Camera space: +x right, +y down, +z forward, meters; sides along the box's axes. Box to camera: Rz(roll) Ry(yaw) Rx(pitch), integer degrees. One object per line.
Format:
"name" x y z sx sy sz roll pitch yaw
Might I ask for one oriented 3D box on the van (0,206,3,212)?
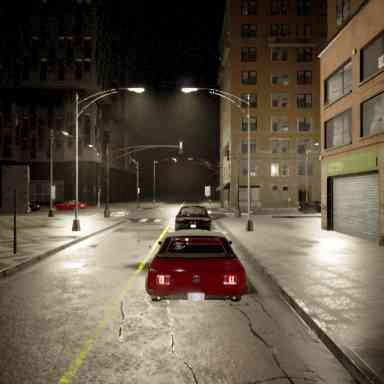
"van" -20.193 1.426 30.716 3.998 1.788 1.690 0 0 0

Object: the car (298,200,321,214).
"car" 12.032 1.415 30.761 4.313 1.339 1.947 0 0 0

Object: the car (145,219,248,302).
"car" 0.079 1.601 8.213 1.895 1.301 4.718 0 0 0

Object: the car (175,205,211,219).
"car" 0.054 1.474 18.362 1.882 1.535 5.008 0 0 0

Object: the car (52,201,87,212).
"car" -14.564 1.702 39.248 4.206 1.307 1.802 0 0 0

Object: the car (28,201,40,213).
"car" -20.212 1.726 39.240 4.313 1.339 1.947 0 0 0
